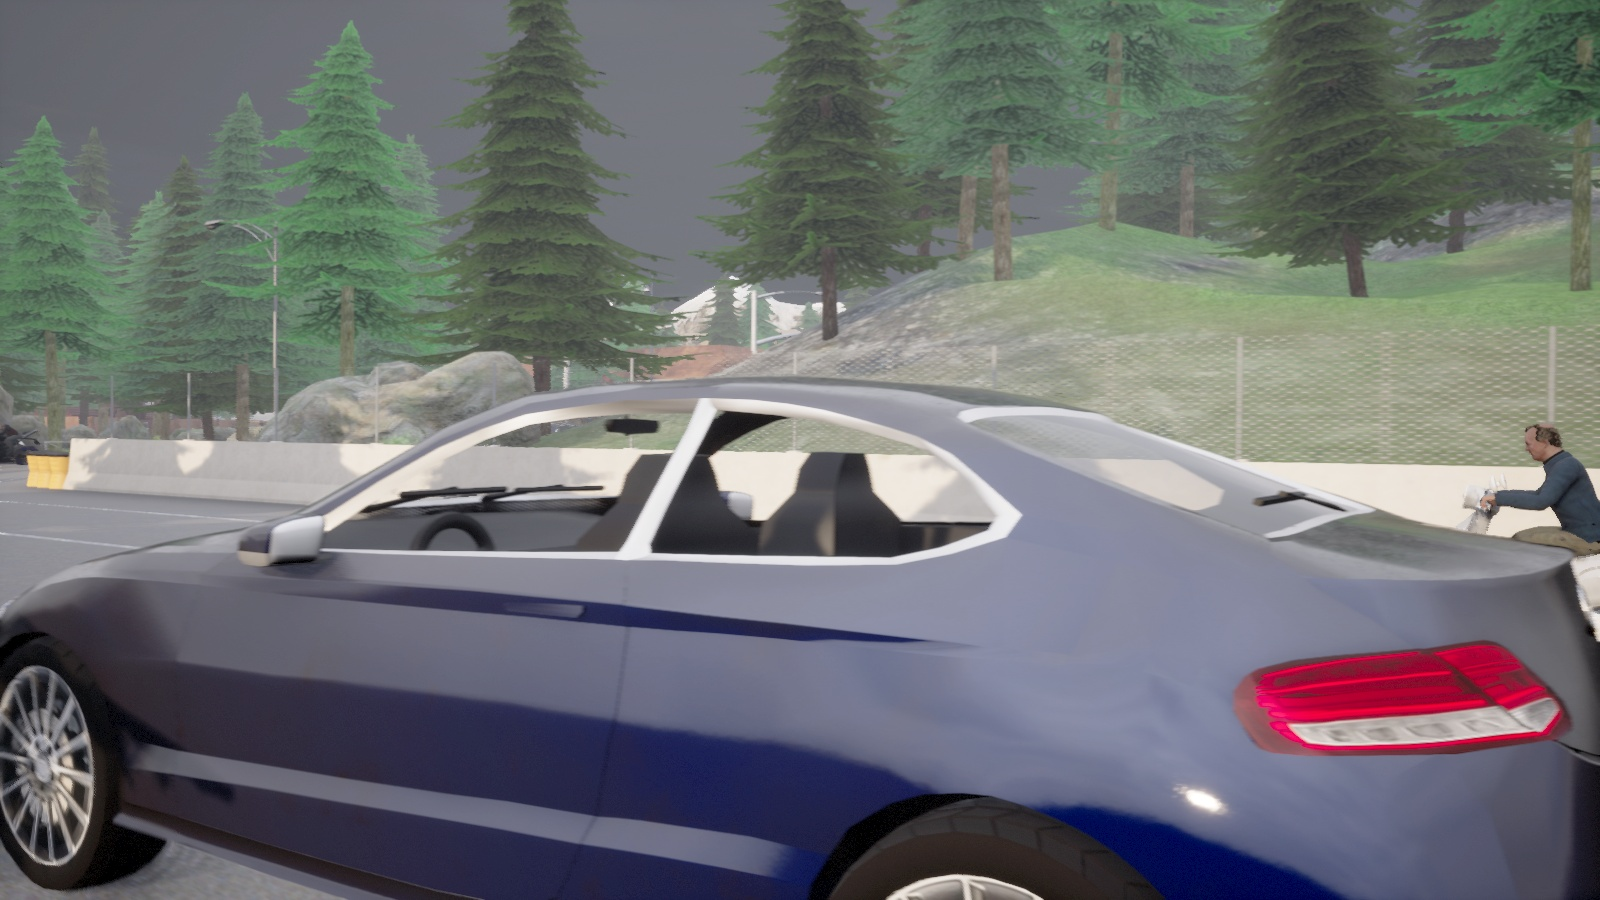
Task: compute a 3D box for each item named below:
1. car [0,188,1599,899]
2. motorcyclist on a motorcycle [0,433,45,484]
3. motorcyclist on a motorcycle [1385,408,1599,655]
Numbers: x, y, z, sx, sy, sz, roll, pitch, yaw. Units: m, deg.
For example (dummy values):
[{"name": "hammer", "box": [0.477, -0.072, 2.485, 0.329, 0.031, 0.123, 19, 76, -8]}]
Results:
[{"name": "car", "box": [-0.388, 0.461, 3.877, 5.027, 1.651, 2.152, 0, 1, 34]}, {"name": "motorcyclist on a motorcycle", "box": [-24.737, 0.273, 38.815, 0.866, 1.530, 2.191, 0, 2, 34]}, {"name": "motorcyclist on a motorcycle", "box": [5.093, 0.521, 8.642, 1.817, 1.590, 0.866, 0, 1, 34]}]
